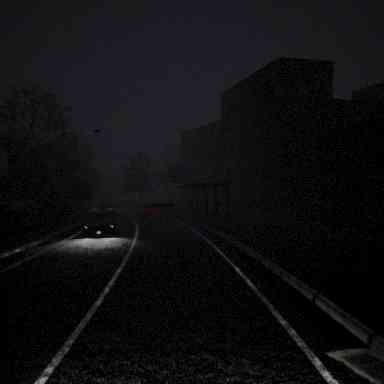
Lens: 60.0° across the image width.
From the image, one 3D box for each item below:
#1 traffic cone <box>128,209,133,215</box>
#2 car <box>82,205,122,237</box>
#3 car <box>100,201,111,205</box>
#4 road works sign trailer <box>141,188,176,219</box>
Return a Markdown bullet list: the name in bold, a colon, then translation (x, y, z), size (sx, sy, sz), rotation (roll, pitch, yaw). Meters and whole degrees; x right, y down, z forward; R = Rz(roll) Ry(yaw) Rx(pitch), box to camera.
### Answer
- **traffic cone**: translation (-7.019, 2.342, 38.599), size (0.340, 0.580, 0.340), rotation (-2, 0, -15)
- **car**: translation (-5.244, 1.765, 19.975), size (2.033, 1.411, 5.357), rotation (-1, -1, -8)
- **car**: translation (-15.788, 2.308, 60.505), size (1.994, 1.385, 4.181), rotation (-2, 0, -16)
- **road works sign trailer**: translation (-3.056, 1.053, 29.897), size (2.380, 2.880, 3.560), rotation (-1, 0, -19)
